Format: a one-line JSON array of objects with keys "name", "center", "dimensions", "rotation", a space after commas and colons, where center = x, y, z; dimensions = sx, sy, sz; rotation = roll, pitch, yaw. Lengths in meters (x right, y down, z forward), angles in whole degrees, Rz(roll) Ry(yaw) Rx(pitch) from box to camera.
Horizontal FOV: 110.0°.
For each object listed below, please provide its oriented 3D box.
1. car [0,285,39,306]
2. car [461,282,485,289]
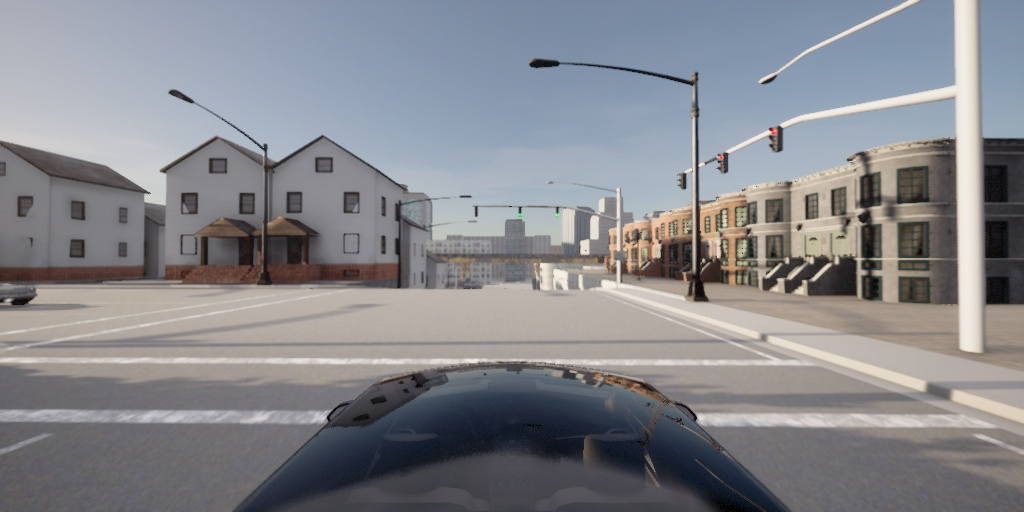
[{"name": "car", "center": [-22.884, 1.511, 14.771], "dimensions": [4.718, 1.301, 1.895], "rotation": [0, -1, 0]}, {"name": "car", "center": [-3.590, 3.164, 33.634], "dimensions": [1.837, 1.490, 4.892], "rotation": [-1, -12, -1]}]
